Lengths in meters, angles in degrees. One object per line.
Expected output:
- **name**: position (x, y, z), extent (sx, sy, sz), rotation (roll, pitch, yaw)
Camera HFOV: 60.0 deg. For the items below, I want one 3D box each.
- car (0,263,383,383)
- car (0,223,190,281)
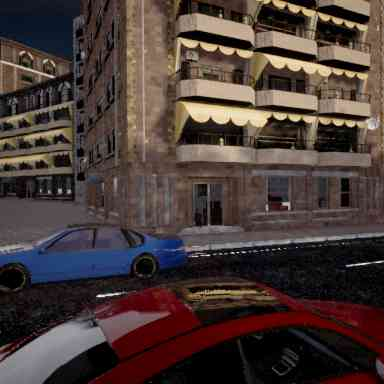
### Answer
- **car**: position (0.456, 1.526, 2.841), extent (4.674, 1.442, 1.812), rotation (0, 0, -23)
- **car**: position (-2.763, 1.548, 8.716), extent (5.357, 1.411, 2.033), rotation (0, 0, -23)
